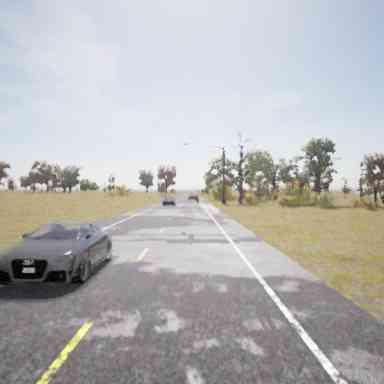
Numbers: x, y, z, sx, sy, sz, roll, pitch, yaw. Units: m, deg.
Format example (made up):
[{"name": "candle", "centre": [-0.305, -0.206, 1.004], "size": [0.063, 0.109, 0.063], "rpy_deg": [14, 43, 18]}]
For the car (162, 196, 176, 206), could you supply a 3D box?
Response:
[{"name": "car", "centre": [-3.571, 1.357, 51.901], "size": [1.882, 1.535, 5.008], "rpy_deg": [0, 0, 0]}]

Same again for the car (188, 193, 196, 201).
[{"name": "car", "centre": [-0.017, 1.318, 79.425], "size": [1.837, 1.490, 4.892], "rpy_deg": [0, 0, 0]}]

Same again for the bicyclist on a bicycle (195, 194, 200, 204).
[{"name": "bicyclist on a bicycle", "centre": [0.956, 1.312, 53.596], "size": [0.866, 1.612, 1.509], "rpy_deg": [0, 0, 0]}]

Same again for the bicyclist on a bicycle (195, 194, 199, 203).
[{"name": "bicyclist on a bicycle", "centre": [0.949, 1.227, 62.541], "size": [0.659, 1.776, 1.843], "rpy_deg": [0, 0, 0]}]

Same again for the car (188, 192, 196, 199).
[{"name": "car", "centre": [-0.020, 0.961, 93.851], "size": [2.097, 1.767, 4.553], "rpy_deg": [0, 0, 0]}]

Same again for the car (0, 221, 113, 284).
[{"name": "car", "centre": [-3.603, 1.541, 9.340], "size": [1.994, 1.385, 4.181], "rpy_deg": [0, 0, 0]}]
